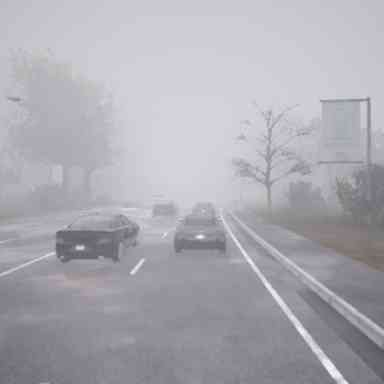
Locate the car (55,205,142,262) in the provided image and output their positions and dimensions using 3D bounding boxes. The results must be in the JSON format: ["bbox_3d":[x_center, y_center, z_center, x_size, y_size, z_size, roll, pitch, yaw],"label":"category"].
[{"bbox_3d":[-3.199,1.474,12.173,1.882,1.535,5.008,0,0,1],"label":"car"}]

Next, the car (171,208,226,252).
[{"bbox_3d":[0.351,1.563,13.848,1.994,1.385,4.181,0,0,2],"label":"car"}]

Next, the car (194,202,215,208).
[{"bbox_3d":[1.077,1.562,29.642,1.994,1.385,4.181,0,0,4],"label":"car"}]

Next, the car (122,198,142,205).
[{"bbox_3d":[-8.330,1.555,46.412,1.994,1.385,4.181,0,0,6],"label":"car"}]

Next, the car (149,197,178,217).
[{"bbox_3d":[-2.362,1.473,30.778,1.882,1.535,5.008,0,0,4],"label":"car"}]

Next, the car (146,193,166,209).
[{"bbox_3d":[-4.854,1.214,46.184,2.150,2.045,5.566,0,0,6],"label":"car"}]
